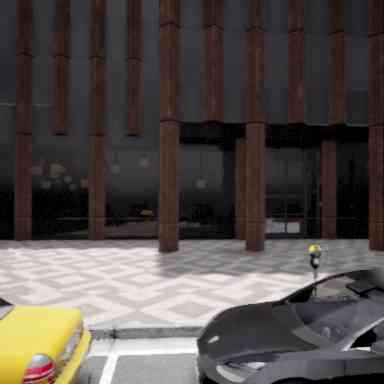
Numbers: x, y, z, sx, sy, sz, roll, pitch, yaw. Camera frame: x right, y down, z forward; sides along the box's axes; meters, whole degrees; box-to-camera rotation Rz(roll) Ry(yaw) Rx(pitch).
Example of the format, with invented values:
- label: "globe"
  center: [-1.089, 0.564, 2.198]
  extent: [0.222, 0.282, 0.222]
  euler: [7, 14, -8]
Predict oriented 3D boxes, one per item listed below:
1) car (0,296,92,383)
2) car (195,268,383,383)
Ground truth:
- label: "car"
  center: [-3.555, 1.543, 3.303]
  extent: [4.829, 1.417, 1.752]
  euler: [0, -1, -5]
- label: "car"
  center: [2.230, 1.625, 3.792]
  extent: [4.313, 1.339, 1.947]
  euler: [0, -1, -5]
